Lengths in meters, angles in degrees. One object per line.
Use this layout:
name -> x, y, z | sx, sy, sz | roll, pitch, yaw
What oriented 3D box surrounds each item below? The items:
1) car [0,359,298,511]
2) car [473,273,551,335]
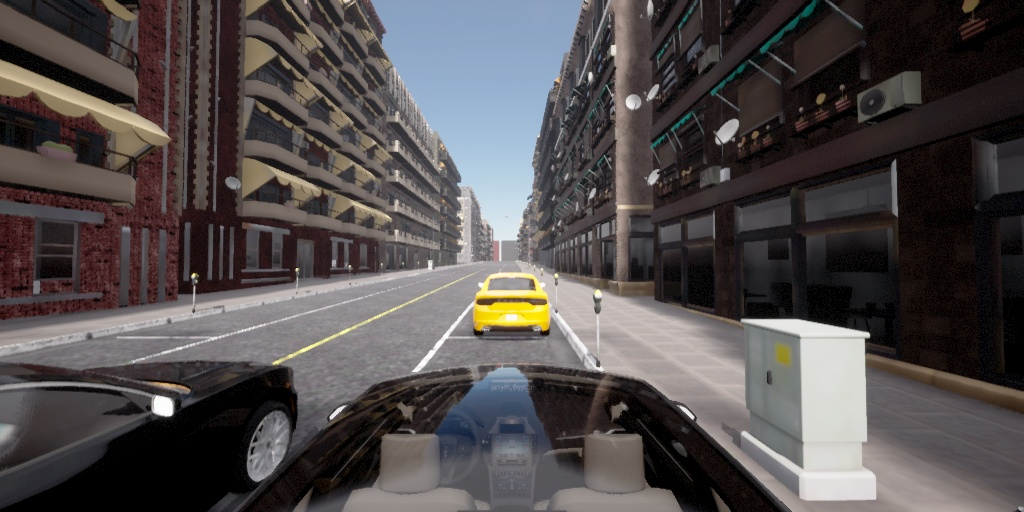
car -> -3.020, 1.221, 1.501 | 1.882, 1.535, 5.008 | 0, 0, 0
car -> -0.006, 1.223, 10.503 | 1.882, 1.535, 5.008 | 0, 0, 0
